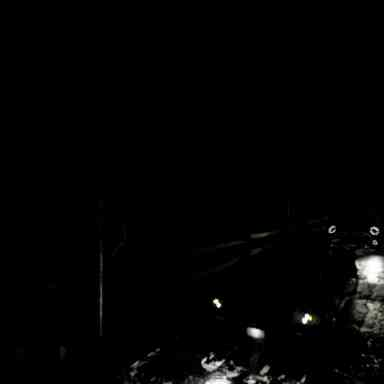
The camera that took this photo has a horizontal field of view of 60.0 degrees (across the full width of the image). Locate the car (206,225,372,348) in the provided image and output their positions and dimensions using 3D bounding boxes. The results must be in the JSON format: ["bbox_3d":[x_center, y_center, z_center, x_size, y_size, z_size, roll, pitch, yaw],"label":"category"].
[{"bbox_3d":[2.350,1.685,7.069,2.033,1.411,5.357,-2,-2,33],"label":"car"}]

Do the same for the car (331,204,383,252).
[{"bbox_3d":[7.650,1.596,15.294,2.097,1.767,4.553,-2,-2,33],"label":"car"}]

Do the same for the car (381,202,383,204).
[{"bbox_3d":[22.101,1.913,37.500,2.097,1.767,4.553,-2,-2,33],"label":"car"}]
